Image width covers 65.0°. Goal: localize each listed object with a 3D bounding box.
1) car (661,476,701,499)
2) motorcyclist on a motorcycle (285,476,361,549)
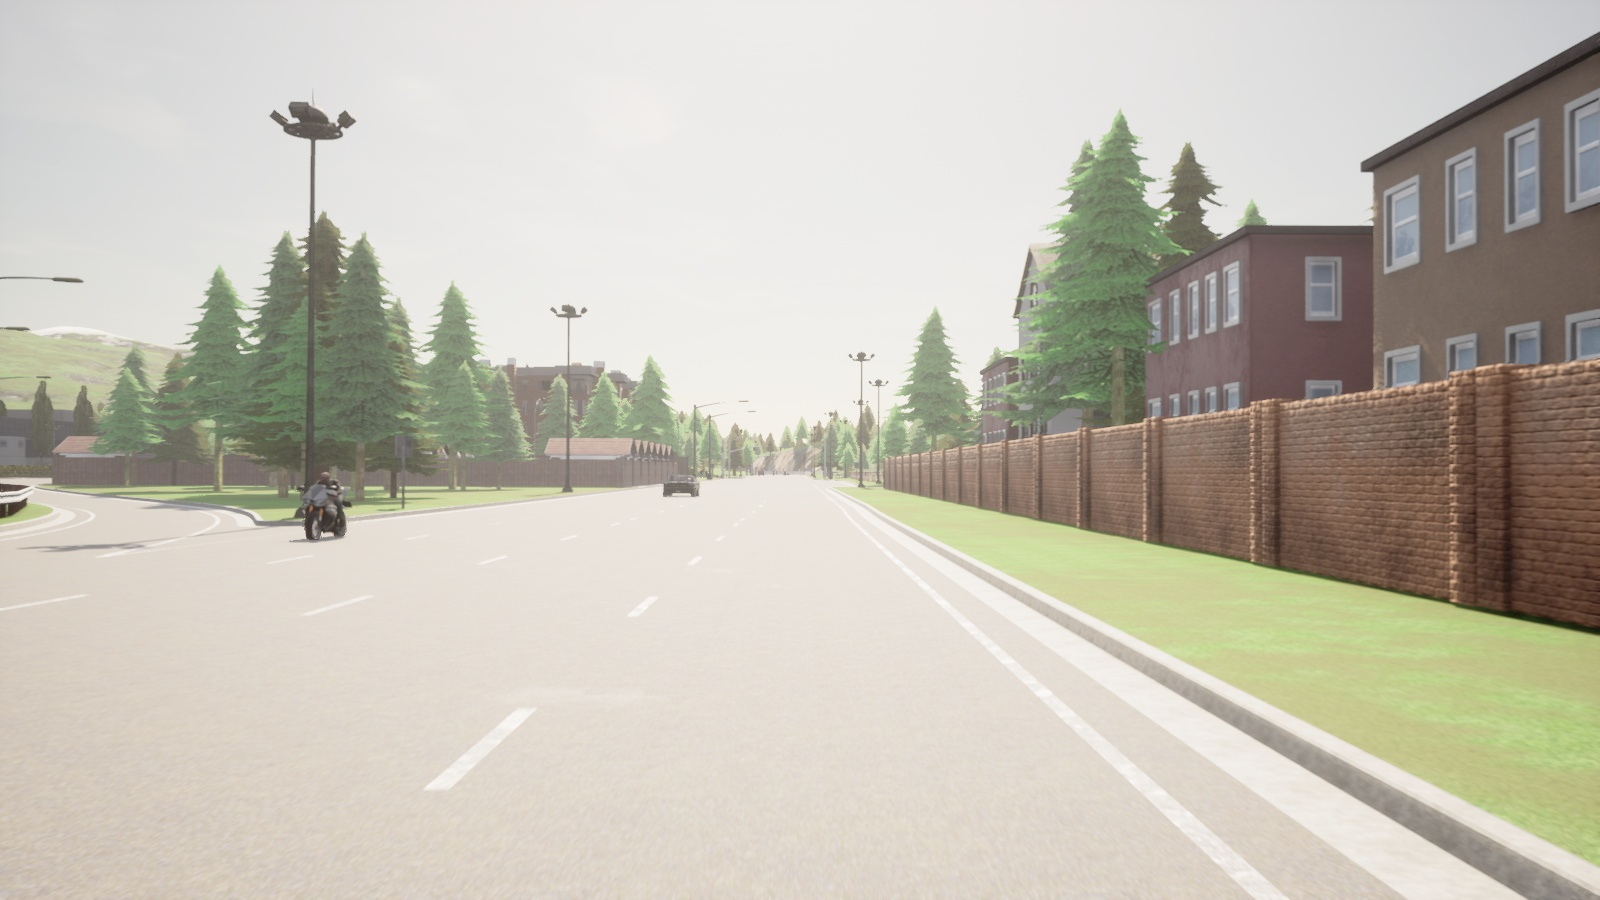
[{"bbox_3d":[-7.023,2.189,74.501,1.895,1.301,4.718,0,-1,0],"label":"car"},{"bbox_3d":[-10.572,1.359,27.915,0.866,1.530,2.191,0,-1,0],"label":"motorcyclist on a motorcycle"}]
